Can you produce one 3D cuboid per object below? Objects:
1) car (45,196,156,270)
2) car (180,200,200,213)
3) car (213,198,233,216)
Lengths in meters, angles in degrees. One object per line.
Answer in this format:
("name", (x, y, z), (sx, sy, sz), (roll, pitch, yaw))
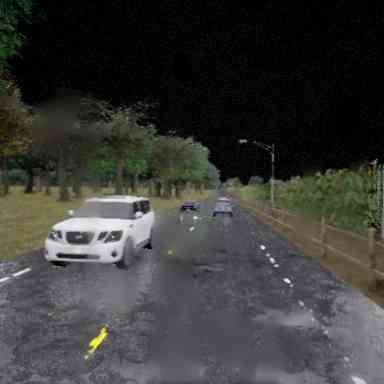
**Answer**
("car", (-2.668, 1.159, 11.237), (2.150, 2.045, 5.566), (1, 0, 5))
("car", (-0.168, 1.569, 37.394), (1.895, 1.301, 4.718), (1, 0, 6))
("car", (3.029, 1.573, 32.615), (2.033, 1.411, 5.357), (1, 0, 5))
